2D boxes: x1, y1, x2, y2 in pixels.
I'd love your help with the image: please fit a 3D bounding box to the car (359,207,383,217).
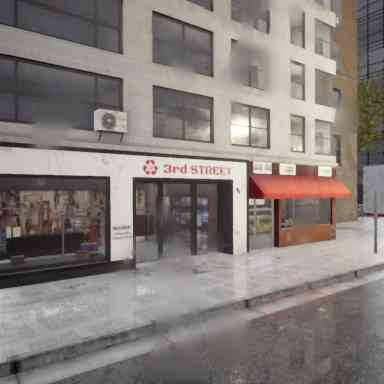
[{"bbox_3d":[16.919,1.617,28.963,1.994,1.385,4.181,0,0,-35],"label":"car"}]
